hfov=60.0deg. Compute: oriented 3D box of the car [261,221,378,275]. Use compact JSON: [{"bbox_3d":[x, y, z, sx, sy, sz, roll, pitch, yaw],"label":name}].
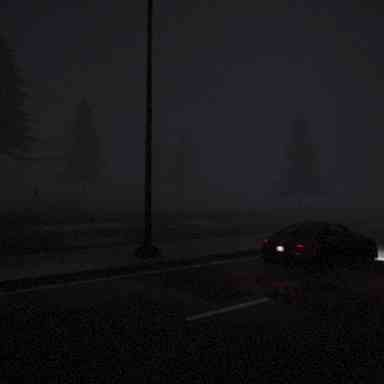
[{"bbox_3d":[4.243,1.659,10.923,4.181,1.385,1.994,1,0,-35],"label":"car"}]
